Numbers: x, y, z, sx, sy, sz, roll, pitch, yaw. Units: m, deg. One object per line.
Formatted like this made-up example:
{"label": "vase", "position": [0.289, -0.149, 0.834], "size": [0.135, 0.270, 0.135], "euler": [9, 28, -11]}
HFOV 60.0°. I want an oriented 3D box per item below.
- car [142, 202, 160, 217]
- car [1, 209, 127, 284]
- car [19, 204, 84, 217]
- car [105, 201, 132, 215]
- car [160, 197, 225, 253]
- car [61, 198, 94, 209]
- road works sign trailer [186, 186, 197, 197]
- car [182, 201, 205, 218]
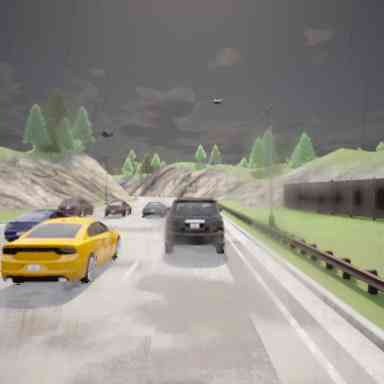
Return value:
{"label": "car", "position": [-3.380, 1.570, 30.863], "size": [1.994, 1.385, 4.181], "euler": [0, 0, 0]}
{"label": "car", "position": [-3.406, 1.480, 9.648], "size": [1.882, 1.535, 5.008], "euler": [0, 0, 0]}
{"label": "car", "position": [-6.915, 1.529, 15.688], "size": [1.812, 1.442, 4.674], "euler": [0, 0, 0]}
{"label": "car", "position": [-6.890, 1.532, 31.331], "size": [1.812, 1.442, 4.674], "euler": [0, 0, 0]}
{"label": "car", "position": [0.098, 1.224, 13.823], "size": [2.150, 2.045, 5.566], "euler": [0, 0, 0]}
{"label": "car", "position": [-10.383, 1.358, 30.042], "size": [2.097, 1.767, 4.553], "euler": [0, 0, 0]}
{"label": "road works sign trailer", "position": [-0.066, 0.478, 70.635], "size": [2.380, 3.560, 2.880], "euler": [0, 0, 0]}
{"label": "car", "position": [0.121, 1.570, 30.923], "size": [1.994, 1.385, 4.181], "euler": [0, 0, 0]}
